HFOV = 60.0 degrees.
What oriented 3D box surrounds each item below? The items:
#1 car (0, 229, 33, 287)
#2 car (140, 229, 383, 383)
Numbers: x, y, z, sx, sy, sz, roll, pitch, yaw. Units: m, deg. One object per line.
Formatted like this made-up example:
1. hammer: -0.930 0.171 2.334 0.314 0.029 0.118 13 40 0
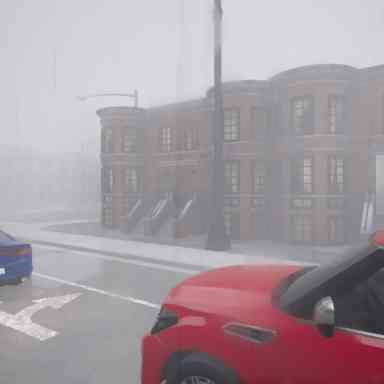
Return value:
1. car: -5.950 1.478 8.236 5.008 1.535 1.882 0 0 36
2. car: 2.138 1.222 2.464 5.566 2.045 2.150 0 0 36
